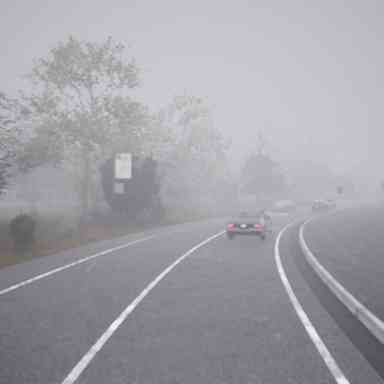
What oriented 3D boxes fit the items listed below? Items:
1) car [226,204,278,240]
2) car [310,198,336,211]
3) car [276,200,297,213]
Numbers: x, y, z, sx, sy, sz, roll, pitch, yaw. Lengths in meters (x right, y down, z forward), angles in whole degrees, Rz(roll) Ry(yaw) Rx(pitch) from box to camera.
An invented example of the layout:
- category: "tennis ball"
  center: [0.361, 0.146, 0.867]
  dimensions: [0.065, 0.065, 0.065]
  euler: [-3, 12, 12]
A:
- category: "car"
  center: [3.131, 1.600, 17.519]
  dimensions: [2.033, 1.411, 5.357]
  euler: [-1, -1, 18]
- category: "car"
  center: [15.544, 1.453, 39.392]
  dimensions: [1.812, 1.442, 4.674]
  euler: [-4, -1, 38]
- category: "car"
  center: [10.756, 1.696, 38.939]
  dimensions: [1.812, 1.442, 4.674]
  euler: [-4, -2, 38]
